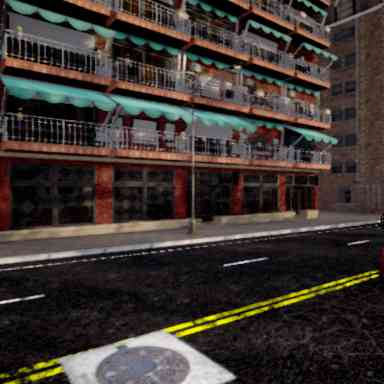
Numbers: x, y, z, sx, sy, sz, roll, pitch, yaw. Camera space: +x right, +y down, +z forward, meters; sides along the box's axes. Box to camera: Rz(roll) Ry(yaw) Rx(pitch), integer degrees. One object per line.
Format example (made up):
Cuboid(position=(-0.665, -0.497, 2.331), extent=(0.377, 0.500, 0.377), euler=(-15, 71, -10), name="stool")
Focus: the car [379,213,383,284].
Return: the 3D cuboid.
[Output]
Cuboid(position=(6.685, 1.393, 8.340), extent=(4.553, 1.767, 2.097), euler=(0, 0, -36), name="car")
